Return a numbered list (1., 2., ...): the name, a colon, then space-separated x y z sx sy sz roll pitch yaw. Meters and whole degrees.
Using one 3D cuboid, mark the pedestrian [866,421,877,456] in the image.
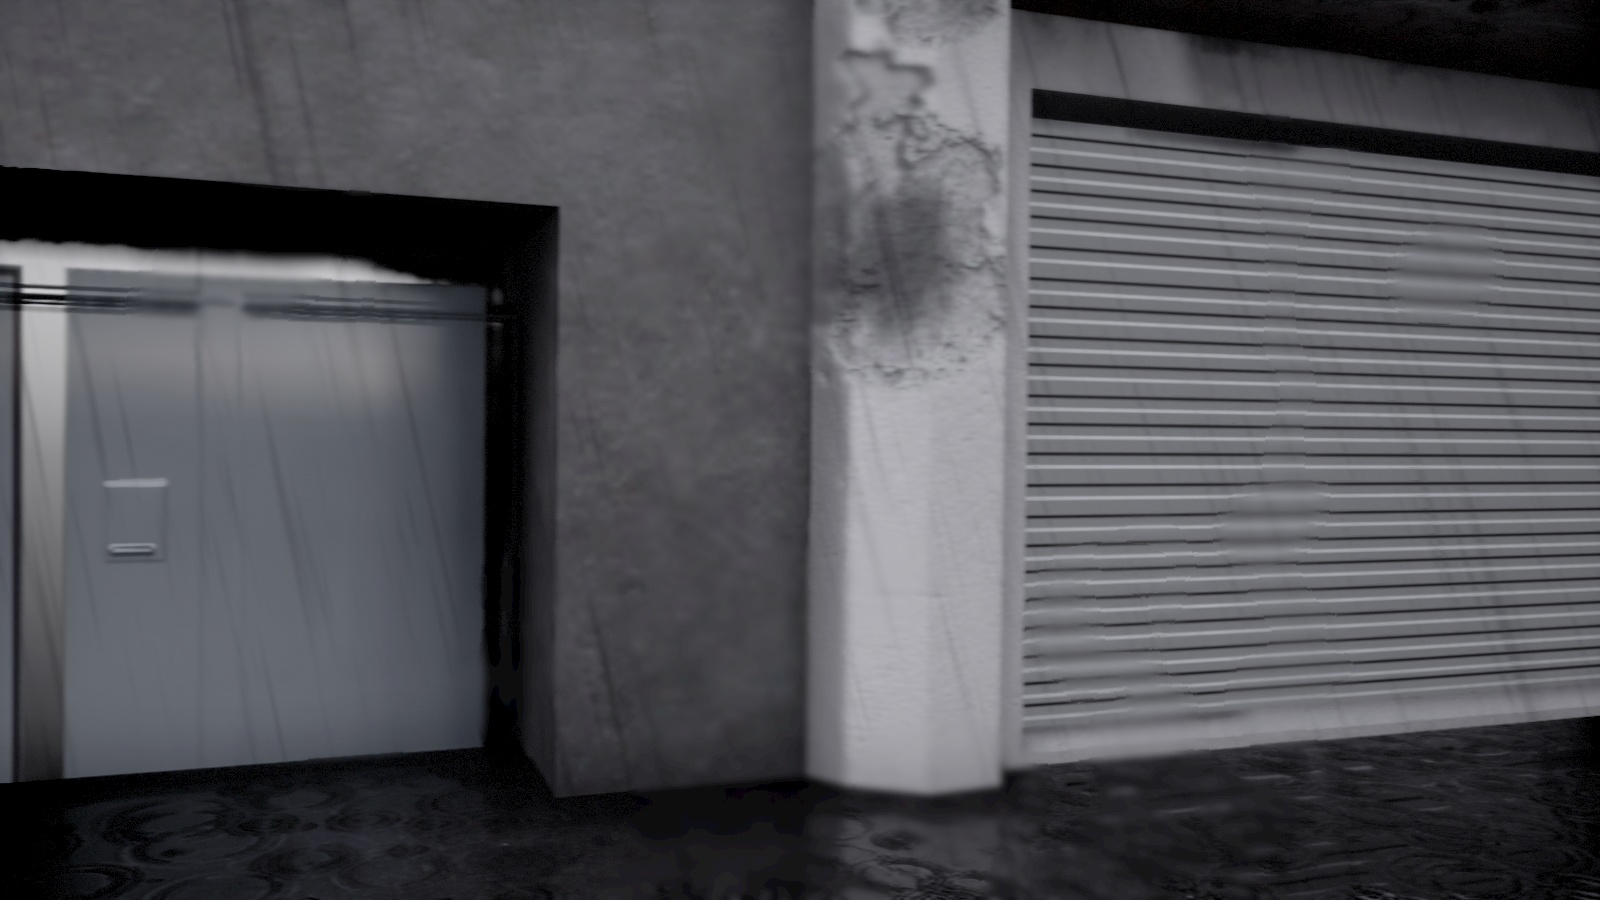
1. pedestrian: 3.739 -0.597 65.451 0.331 1.846 0.634 -1 1 -22
